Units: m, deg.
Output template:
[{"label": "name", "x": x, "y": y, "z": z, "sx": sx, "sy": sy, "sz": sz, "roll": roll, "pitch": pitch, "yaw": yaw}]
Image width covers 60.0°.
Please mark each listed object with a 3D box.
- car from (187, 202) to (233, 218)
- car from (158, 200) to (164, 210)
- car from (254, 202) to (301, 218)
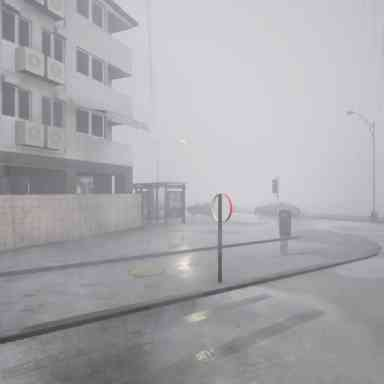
[{"label": "car", "x": 1.551, "y": 1.601, "z": 30.462, "sx": 1.895, "sy": 1.301, "sz": 4.718, "roll": 0, "pitch": 0, "yaw": -35}, {"label": "car", "x": -4.634, "y": 1.547, "z": 39.153, "sx": 2.033, "sy": 1.411, "sz": 5.357, "roll": 0, "pitch": 0, "yaw": -36}, {"label": "car", "x": 7.476, "y": 1.564, "z": 29.312, "sx": 1.994, "sy": 1.385, "sz": 4.181, "roll": 0, "pitch": 0, "yaw": -35}]
